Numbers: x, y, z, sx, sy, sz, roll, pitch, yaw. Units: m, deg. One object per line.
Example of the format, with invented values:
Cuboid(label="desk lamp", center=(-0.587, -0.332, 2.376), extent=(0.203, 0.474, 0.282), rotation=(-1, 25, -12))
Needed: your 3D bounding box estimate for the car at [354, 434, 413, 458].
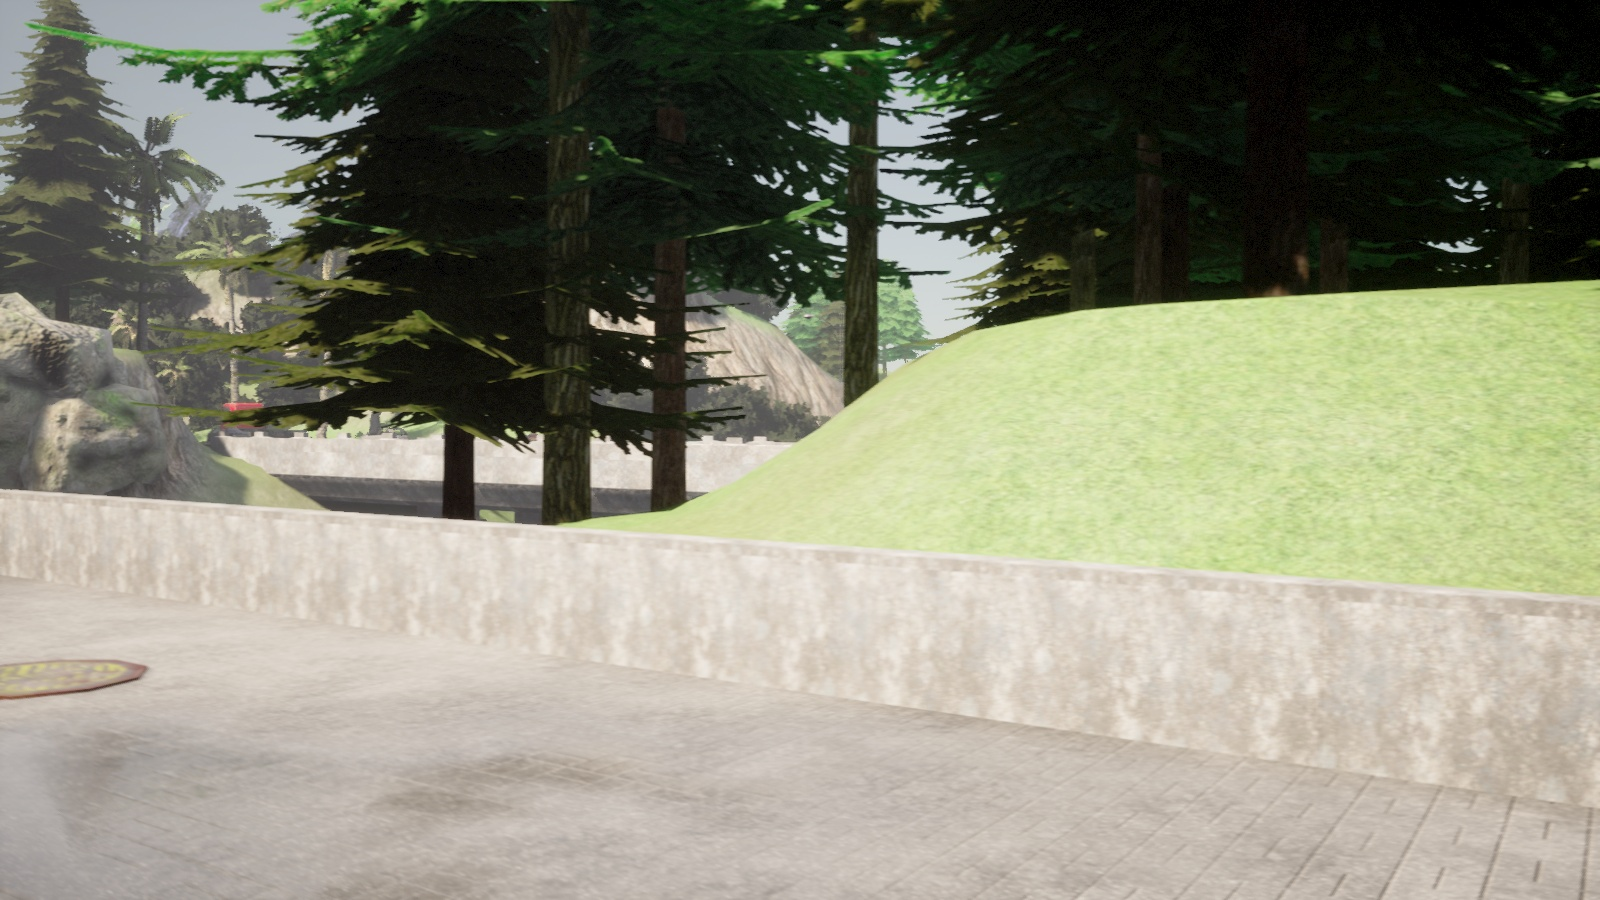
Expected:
Cuboid(label="car", center=(-29.145, -0.305, 87.812), extent=(3.988, 1.617, 1.851), rotation=(0, 1, 34))
